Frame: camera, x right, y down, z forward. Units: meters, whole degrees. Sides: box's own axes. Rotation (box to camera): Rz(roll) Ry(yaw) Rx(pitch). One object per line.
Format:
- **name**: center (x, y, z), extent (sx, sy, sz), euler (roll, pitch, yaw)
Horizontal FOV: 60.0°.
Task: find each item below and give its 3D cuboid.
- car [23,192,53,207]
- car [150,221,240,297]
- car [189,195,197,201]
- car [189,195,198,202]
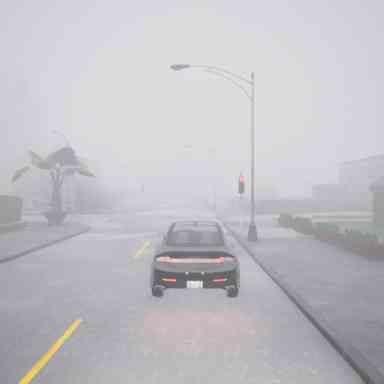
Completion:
- **car**: center (-19.593, 0.977, 43.002), extent (1.905, 1.878, 3.866), euler (0, 0, 35)
- **car**: center (0.084, 1.490, 8.544), extent (2.128, 1.511, 4.902), euler (0, 0, 1)
- **car**: center (0.331, 1.524, 84.715), extent (1.994, 1.385, 4.181), euler (0, 0, 0)
- **car**: center (0.290, 1.451, 74.479), extent (1.882, 1.535, 5.008), euler (0, 0, 0)
